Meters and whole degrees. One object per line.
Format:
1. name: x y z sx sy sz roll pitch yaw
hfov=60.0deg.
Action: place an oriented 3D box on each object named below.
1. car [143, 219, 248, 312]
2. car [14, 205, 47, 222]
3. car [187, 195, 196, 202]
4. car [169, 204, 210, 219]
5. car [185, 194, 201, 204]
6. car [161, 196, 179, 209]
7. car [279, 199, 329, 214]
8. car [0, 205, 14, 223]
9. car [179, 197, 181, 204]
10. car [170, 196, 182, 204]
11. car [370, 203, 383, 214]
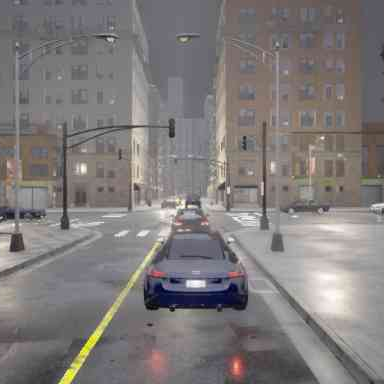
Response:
1. car: 0.083 1.564 7.785 1.994 1.385 4.181 0 0 0
2. car: -14.153 1.648 26.438 4.718 1.301 1.895 0 0 0
3. car: -0.100 1.580 82.240 2.128 1.511 4.902 0 0 0
4. car: -0.087 1.525 16.529 1.812 1.442 4.674 0 0 -2
5. car: 0.126 1.242 48.473 2.150 2.045 5.566 0 0 0
6. car: -3.078 1.618 44.826 1.895 1.301 4.718 0 0 0
7. car: 11.157 1.450 33.298 4.892 1.490 1.837 0 0 0
8. car: -15.224 1.616 23.183 4.181 1.385 1.994 0 0 0
9. car: -3.105 1.505 55.118 1.882 1.535 5.008 0 0 0
10. car: -3.081 1.587 65.756 2.033 1.411 5.357 0 0 0
11. car: 20.419 1.439 33.352 4.674 1.442 1.812 0 0 -1
